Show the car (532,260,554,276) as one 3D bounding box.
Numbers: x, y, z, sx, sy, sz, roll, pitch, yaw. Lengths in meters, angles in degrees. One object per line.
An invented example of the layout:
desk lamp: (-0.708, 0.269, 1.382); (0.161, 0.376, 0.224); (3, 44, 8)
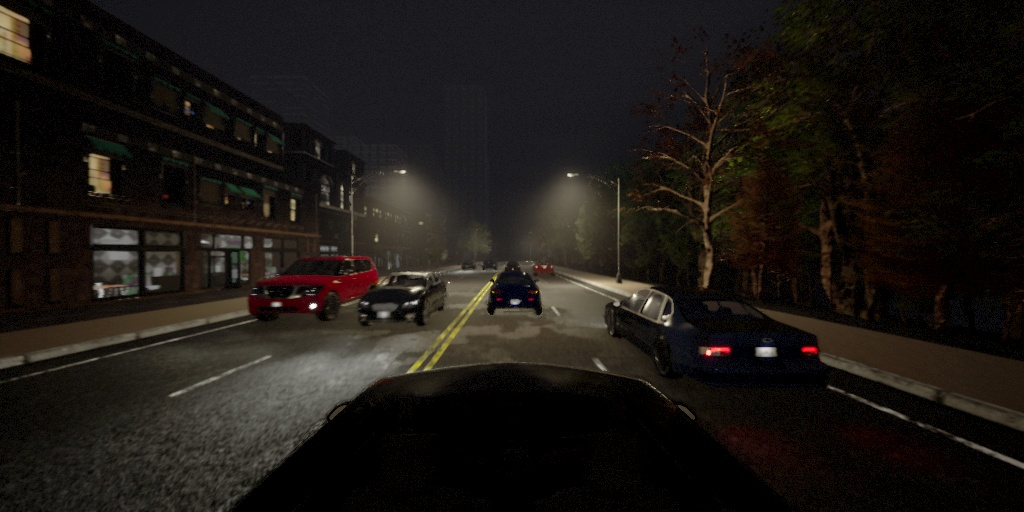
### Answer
car: (3.335, 1.211, 39.146); (2.097, 1.767, 4.553); (0, 0, 0)

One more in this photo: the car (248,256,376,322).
car: (-6.605, 1.004, 12.821); (2.150, 2.045, 5.566); (0, 0, 0)

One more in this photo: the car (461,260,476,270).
car: (-6.576, 1.394, 55.165); (2.128, 1.511, 4.902); (0, 0, 1)

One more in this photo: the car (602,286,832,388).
car: (3.346, 1.315, 7.237); (2.033, 1.411, 5.357); (0, 0, 0)

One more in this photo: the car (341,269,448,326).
car: (-3.353, 1.272, 11.828); (2.128, 1.511, 4.902); (0, 0, 0)

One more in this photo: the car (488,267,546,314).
car: (0.095, 1.312, 13.899); (1.812, 1.442, 4.674); (0, 0, 0)

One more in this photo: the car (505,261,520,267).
car: (0.082, 1.402, 45.209); (1.812, 1.442, 4.674); (0, 0, 0)

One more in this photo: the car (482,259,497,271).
car: (-3.333, 1.252, 53.748); (2.097, 1.767, 4.553); (0, 0, 0)
